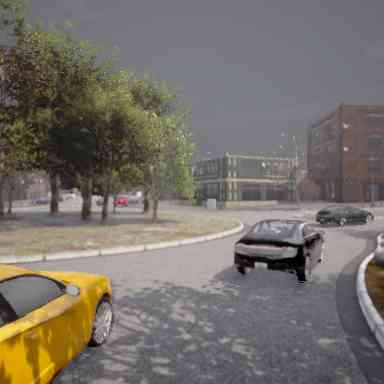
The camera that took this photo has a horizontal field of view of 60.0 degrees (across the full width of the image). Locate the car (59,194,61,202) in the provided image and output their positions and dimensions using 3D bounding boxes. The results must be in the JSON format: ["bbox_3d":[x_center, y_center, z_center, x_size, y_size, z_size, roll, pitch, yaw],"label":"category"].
[{"bbox_3d":[-35.579,1.974,82.000,4.553,1.767,2.185,0,0,-16],"label":"car"}]

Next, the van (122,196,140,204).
[{"bbox_3d":[-15.826,1.955,85.659,4.442,1.987,1.878,0,0,-16],"label":"van"}]

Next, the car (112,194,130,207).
[{"bbox_3d":[-14.185,1.847,65.003,2.150,2.045,5.566,0,0,-21],"label":"car"}]

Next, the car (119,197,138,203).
[{"bbox_3d":[-17.950,2.163,93.725,5.008,1.535,2.097,0,0,-16],"label":"car"}]

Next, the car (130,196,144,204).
[{"bbox_3d":[-13.510,2.191,77.643,4.792,1.488,2.163,0,0,-16],"label":"car"}]

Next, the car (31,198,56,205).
[{"bbox_3d":[-34.135,2.098,76.679,5.008,1.535,2.097,0,0,-16],"label":"car"}]

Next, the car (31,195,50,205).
[{"bbox_3d":[-33.359,1.967,74.028,4.553,1.767,2.185,0,0,-16],"label":"car"}]

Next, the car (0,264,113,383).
[{"bbox_3d":[-2.441,1.498,3.453,1.882,1.535,5.008,0,0,8],"label":"car"}]

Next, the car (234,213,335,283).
[{"bbox_3d":[2.840,1.580,10.149,2.128,1.511,4.902,0,-1,29],"label":"car"}]

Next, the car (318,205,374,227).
[{"bbox_3d":[11.558,1.739,25.086,4.892,1.490,1.837,-1,-2,-27],"label":"car"}]

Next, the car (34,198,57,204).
[{"bbox_3d":[-34.867,2.139,79.336,4.674,1.452,2.002,0,0,-16],"label":"car"}]

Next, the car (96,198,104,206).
[{"bbox_3d":[-18.774,1.985,69.041,2.097,1.767,4.553,0,0,-16],"label":"car"}]
